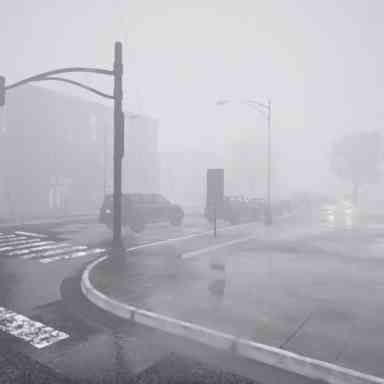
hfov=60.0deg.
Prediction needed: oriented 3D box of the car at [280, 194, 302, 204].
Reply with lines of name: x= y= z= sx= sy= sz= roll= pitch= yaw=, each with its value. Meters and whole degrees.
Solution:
car: x=14.823 y=0.969 z=49.650 sx=1.895 sy=1.301 sz=4.718 roll=1 pitch=1 yaw=35

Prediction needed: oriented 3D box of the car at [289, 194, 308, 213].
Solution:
car: x=9.039 y=1.194 z=31.278 sx=2.008 sy=1.369 sz=4.403 roll=1 pitch=2 yaw=35

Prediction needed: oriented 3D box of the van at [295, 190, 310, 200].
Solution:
van: x=21.069 y=0.502 z=63.376 sx=1.690 sy=1.788 sz=3.998 roll=1 pitch=2 yaw=35

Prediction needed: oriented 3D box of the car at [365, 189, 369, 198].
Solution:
car: x=34.371 y=0.621 z=67.877 sx=1.752 sy=1.417 sz=4.829 roll=1 pitch=2 yaw=35

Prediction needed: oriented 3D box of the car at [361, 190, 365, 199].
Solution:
car: x=31.119 y=0.749 z=63.181 sx=1.802 sy=1.307 sz=4.206 roll=1 pitch=2 yaw=35

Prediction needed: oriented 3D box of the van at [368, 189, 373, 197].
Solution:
van: x=40.585 y=0.300 z=76.849 sx=1.690 sy=1.788 sz=3.998 roll=1 pitch=2 yaw=35

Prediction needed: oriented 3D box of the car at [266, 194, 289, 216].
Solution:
car: x=5.885 y=1.151 z=26.717 sx=1.967 sy=1.590 sz=4.097 roll=1 pitch=2 yaw=35

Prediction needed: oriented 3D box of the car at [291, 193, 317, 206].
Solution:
car: x=15.047 y=0.923 z=44.604 sx=1.882 sy=1.535 sz=5.008 roll=1 pitch=1 yaw=35

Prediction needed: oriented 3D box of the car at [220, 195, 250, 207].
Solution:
car: x=5.295 y=1.067 z=40.594 sx=1.947 sy=1.339 sz=4.313 roll=1 pitch=2 yaw=35

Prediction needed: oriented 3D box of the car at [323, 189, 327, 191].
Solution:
car: x=27.377 y=0.463 z=72.494 sx=1.967 sy=1.590 sz=4.097 roll=2 pitch=2 yaw=35

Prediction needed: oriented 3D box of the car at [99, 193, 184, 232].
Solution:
car: x=-2.708 y=1.043 z=19.043 sx=2.150 sy=2.045 sz=5.566 roll=1 pitch=1 yaw=35

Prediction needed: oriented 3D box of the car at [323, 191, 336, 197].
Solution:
car: x=33.684 y=0.435 z=81.612 sx=2.008 sy=1.369 sz=4.403 roll=2 pitch=2 yaw=35

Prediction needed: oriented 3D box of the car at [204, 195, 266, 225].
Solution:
car: x=2.732 y=1.093 z=22.157 sx=2.192 sy=1.841 sz=5.009 roll=1 pitch=2 yaw=35

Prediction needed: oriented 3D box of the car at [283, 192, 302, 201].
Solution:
car: x=17.816 y=0.757 z=58.683 sx=1.752 sy=1.417 sz=4.829 roll=1 pitch=2 yaw=35

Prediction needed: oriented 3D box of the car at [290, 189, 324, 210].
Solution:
car: x=12.196 y=0.892 z=35.831 sx=2.192 sy=1.841 sz=5.009 roll=1 pitch=2 yaw=35

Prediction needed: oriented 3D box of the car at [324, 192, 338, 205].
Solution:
car: x=18.502 y=1.007 z=44.951 sx=1.947 sy=1.339 sz=4.313 roll=1 pitch=2 yaw=35

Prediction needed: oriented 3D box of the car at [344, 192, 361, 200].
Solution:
car: x=27.965 y=0.787 z=58.623 sx=2.008 sy=1.369 sz=4.403 roll=1 pitch=2 yaw=35
